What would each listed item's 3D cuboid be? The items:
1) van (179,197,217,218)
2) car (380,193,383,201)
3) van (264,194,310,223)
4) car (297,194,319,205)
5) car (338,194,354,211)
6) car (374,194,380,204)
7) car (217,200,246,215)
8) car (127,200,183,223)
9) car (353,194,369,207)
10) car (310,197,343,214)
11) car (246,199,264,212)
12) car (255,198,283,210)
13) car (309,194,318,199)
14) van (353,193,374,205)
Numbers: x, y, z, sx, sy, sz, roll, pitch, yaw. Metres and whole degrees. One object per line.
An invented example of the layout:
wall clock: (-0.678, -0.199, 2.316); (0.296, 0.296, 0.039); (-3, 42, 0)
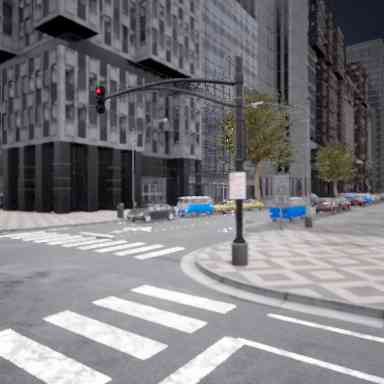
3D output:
van: (0.264, 1.318, 29.794); (1.690, 1.788, 3.998); (0, 0, 36)
car: (33.470, 1.420, 61.269); (2.008, 1.369, 4.403); (0, 0, 36)
van: (7.179, 1.294, 24.809); (1.690, 1.788, 3.998); (0, 0, 36)
car: (19.980, 1.227, 57.137); (2.192, 1.841, 5.009); (0, 0, 36)
car: (17.039, 1.359, 38.482); (1.967, 1.590, 4.097); (0, 0, 36)
car: (30.184, 1.429, 56.712); (2.008, 1.369, 4.403); (0, 0, 36)
car: (3.450, 1.491, 34.213); (1.752, 1.417, 4.829); (0, 0, 36)
car: (-3.022, 1.540, 25.236); (2.008, 1.369, 4.403); (0, 0, 36)
car: (23.611, 1.442, 47.597); (1.887, 1.381, 4.507); (0, 0, 36)
car: (13.752, 1.511, 33.924); (1.802, 1.307, 4.206); (0, 0, 36)
car: (6.737, 1.480, 38.770); (1.752, 1.417, 4.829); (0, 0, 36)
car: (10.122, 1.494, 43.465); (2.008, 1.369, 4.403); (0, 0, 36)
car: (18.381, 1.463, 50.197); (2.033, 1.411, 5.357); (0, 0, 36)
van: (26.897, 1.229, 52.154); (1.690, 1.788, 3.998); (0, 0, 36)
